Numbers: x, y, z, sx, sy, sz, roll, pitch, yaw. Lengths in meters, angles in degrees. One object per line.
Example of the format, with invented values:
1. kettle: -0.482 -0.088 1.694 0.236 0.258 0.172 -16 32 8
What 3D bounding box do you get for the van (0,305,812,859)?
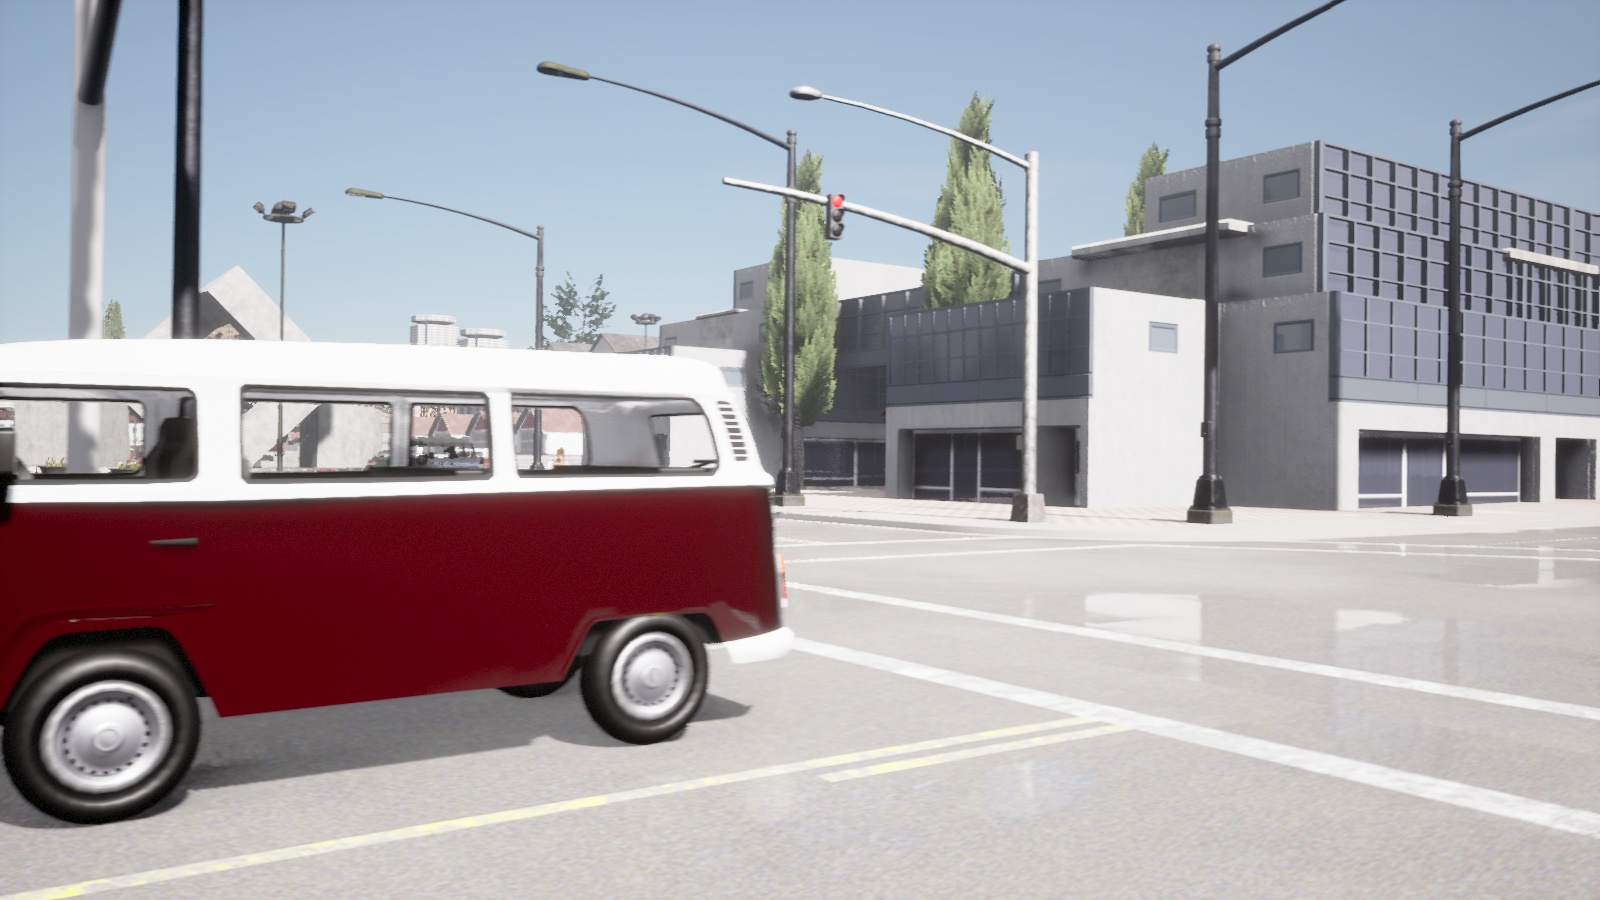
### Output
1. van: -2.370 0.487 6.273 4.480 2.038 2.069 0 0 -35
